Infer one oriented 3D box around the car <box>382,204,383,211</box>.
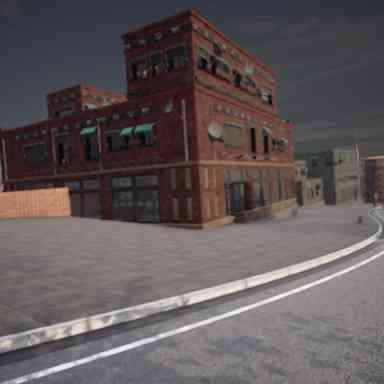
[{"bbox_3d":[31.885,2.301,53.621,1.812,1.442,4.674,-3,-2,32],"label":"car"}]
